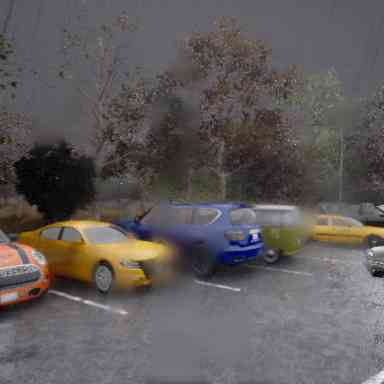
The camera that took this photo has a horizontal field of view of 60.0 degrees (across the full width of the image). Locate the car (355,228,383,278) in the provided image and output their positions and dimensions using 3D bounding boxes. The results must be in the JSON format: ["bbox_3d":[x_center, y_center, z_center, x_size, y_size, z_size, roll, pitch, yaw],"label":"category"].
[{"bbox_3d":[7.063,1.841,9.801,4.718,1.301,1.895,1,-1,-35],"label":"car"}]

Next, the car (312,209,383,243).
[{"bbox_3d":[7.005,1.785,15.949,5.366,1.575,1.946,0,-2,34],"label":"car"}]

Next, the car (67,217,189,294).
[{"bbox_3d":[-2.801,1.564,9.184,5.008,1.535,2.097,0,-2,35],"label":"car"}]

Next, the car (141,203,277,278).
[{"bbox_3d":[-0.412,1.372,10.913,5.566,2.045,2.435,0,-1,34],"label":"car"}]

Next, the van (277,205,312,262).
[{"bbox_3d":[1.927,1.454,12.671,4.442,1.987,1.878,0,-1,35],"label":"van"}]

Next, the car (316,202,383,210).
[{"bbox_3d":[9.287,1.591,17.746,5.566,2.045,2.435,0,-2,35],"label":"car"}]

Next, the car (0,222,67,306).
[{"bbox_3d":[-5.235,1.379,7.479,4.553,1.767,2.185,0,-2,35],"label":"car"}]
